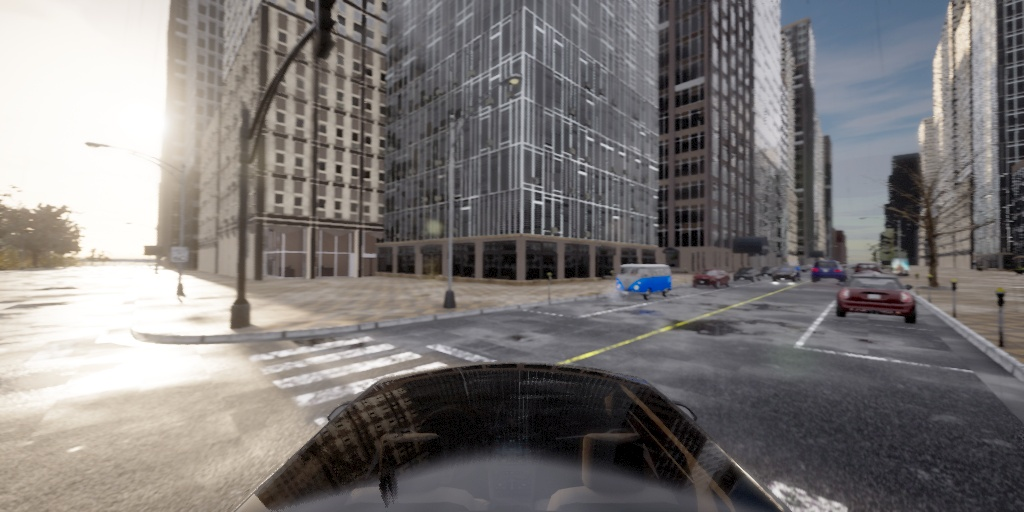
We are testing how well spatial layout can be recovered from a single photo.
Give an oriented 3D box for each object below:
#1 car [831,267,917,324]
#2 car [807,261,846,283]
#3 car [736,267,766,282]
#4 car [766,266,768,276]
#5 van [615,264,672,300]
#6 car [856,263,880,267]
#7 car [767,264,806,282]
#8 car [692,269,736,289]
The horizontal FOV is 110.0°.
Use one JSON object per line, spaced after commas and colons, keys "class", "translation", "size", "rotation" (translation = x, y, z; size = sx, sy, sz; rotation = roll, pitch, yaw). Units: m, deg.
{"class": "car", "translation": [13.176, 1.373, 13.075], "size": [1.967, 1.591, 4.097], "rotation": [0, 0, 45]}
{"class": "car", "translation": [30.014, 1.475, 33.995], "size": [5.566, 2.045, 2.150], "rotation": [1, -1, -45]}
{"class": "car", "translation": [23.146, 1.807, 35.243], "size": [1.948, 1.339, 4.313], "rotation": [0, 0, 45]}
{"class": "car", "translation": [31.149, 1.937, 43.331], "size": [1.948, 1.339, 4.313], "rotation": [0, 0, 45]}
{"class": "van", "translation": [7.059, 1.325, 19.154], "size": [1.690, 1.789, 3.998], "rotation": [0, 0, 45]}
{"class": "car", "translation": [33.092, 1.572, 33.379], "size": [2.192, 1.841, 5.009], "rotation": [0, 0, 45]}
{"class": "car", "translation": [27.535, 1.814, 35.859], "size": [2.033, 1.411, 5.357], "rotation": [0, -1, 45]}
{"class": "car", "translation": [15.139, 1.657, 27.163], "size": [1.888, 1.381, 4.507], "rotation": [0, 0, 45]}
